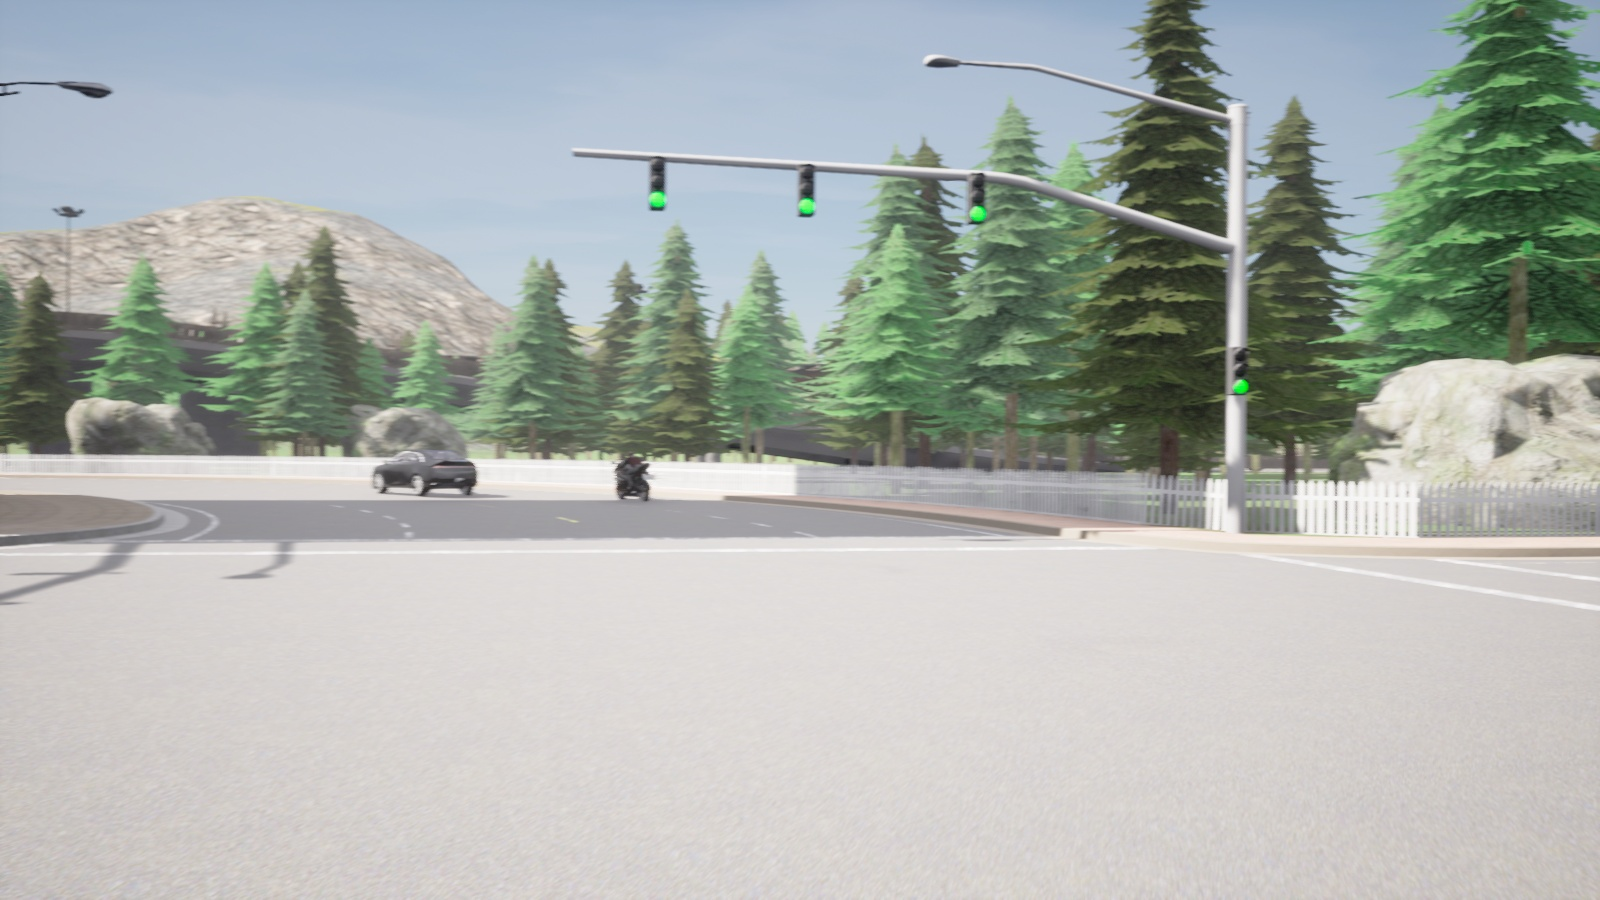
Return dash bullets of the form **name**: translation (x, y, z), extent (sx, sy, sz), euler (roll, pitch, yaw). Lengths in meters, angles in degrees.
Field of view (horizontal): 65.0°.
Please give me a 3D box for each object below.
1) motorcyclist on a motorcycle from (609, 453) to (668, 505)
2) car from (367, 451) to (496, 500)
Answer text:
- **motorcyclist on a motorcycle**: translation (-4.935, 0.871, 38.234), extent (0.866, 1.530, 2.191), euler (0, 0, -34)
- **car**: translation (-12.220, 0.800, 41.468), extent (2.128, 1.511, 4.902), euler (0, 0, -43)
